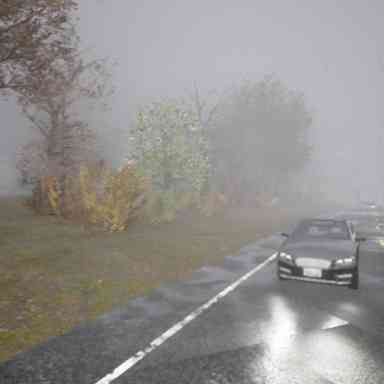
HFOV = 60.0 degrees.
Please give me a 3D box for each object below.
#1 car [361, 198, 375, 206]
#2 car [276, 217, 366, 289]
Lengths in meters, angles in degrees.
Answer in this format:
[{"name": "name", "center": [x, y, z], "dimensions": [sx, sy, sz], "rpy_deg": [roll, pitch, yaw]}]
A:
[{"name": "car", "center": [31.524, 1.734, 59.274], "dimensions": [1.812, 1.442, 4.674], "rpy_deg": [0, 0, 31]}, {"name": "car", "center": [3.753, 1.499, 9.462], "dimensions": [2.128, 1.511, 4.902], "rpy_deg": [0, 0, 27]}]
